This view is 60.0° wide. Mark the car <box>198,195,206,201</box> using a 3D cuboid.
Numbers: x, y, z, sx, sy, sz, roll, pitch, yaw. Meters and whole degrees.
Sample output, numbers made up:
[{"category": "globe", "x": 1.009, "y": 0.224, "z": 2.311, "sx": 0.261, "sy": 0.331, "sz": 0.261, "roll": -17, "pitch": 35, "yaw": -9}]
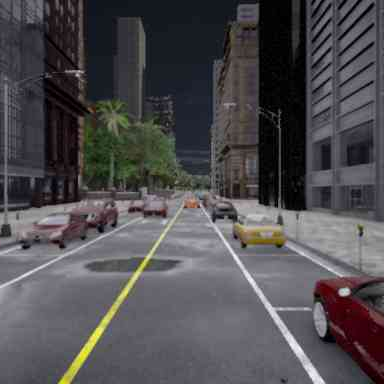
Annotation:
[{"category": "car", "x": 2.769, "y": 1.588, "z": 89.707, "sx": 1.947, "sy": 1.339, "sz": 4.313, "roll": 0, "pitch": 0, "yaw": 0}]

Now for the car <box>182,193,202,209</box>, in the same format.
[{"category": "car", "x": 0.026, "y": 1.365, "z": 46.503, "sx": 2.097, "sy": 1.767, "sz": 4.553, "roll": 0, "pitch": 0, "yaw": 0}]

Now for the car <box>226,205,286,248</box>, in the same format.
[{"category": "car", "x": 2.761, "y": 1.525, "z": 14.615, "sx": 1.752, "sy": 1.417, "sz": 4.829, "roll": 0, "pitch": 0, "yaw": 0}]

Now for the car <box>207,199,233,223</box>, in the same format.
[{"category": "car", "x": 2.357, "y": 1.507, "z": 25.570, "sx": 1.837, "sy": 1.490, "sz": 4.892, "roll": 0, "pitch": 0, "yaw": 0}]

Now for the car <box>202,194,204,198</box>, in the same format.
[{"category": "car", "x": 2.764, "y": 1.332, "z": 52.420, "sx": 2.192, "sy": 1.841, "sz": 5.009, "roll": 0, "pitch": 0, "yaw": 0}]

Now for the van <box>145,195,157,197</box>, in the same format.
[{"category": "van", "x": -5.762, "y": 1.355, "z": 47.011, "sx": 1.690, "sy": 1.788, "sz": 3.998, "roll": 0, "pitch": 0, "yaw": 0}]

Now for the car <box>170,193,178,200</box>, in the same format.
[{"category": "car", "x": -5.756, "y": 1.572, "z": 95.148, "sx": 2.008, "sy": 1.369, "sz": 4.403, "roll": 0, "pitch": 0, "yaw": 0}]

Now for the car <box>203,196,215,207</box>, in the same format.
[{"category": "car", "x": 2.763, "y": 1.562, "z": 41.570, "sx": 2.008, "sy": 1.369, "sz": 4.403, "roll": 0, "pitch": 0, "yaw": 0}]

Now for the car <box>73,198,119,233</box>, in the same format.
[{"category": "car", "x": -5.765, "y": 1.316, "z": 19.880, "sx": 2.192, "sy": 1.841, "sz": 5.009, "roll": 0, "pitch": 0, "yaw": 0}]

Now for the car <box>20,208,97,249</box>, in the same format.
[{"category": "car", "x": -5.764, "y": 1.582, "z": 14.455, "sx": 1.802, "sy": 1.307, "sz": 4.206, "roll": 0, "pitch": 0, "yaw": 0}]

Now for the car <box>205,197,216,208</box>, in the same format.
[{"category": "car", "x": 2.762, "y": 1.552, "z": 36.145, "sx": 1.887, "sy": 1.381, "sz": 4.507, "roll": 0, "pitch": 0, "yaw": 0}]

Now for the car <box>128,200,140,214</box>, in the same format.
[{"category": "car", "x": -5.762, "y": 1.552, "z": 36.158, "sx": 1.887, "sy": 1.381, "sz": 4.507, "roll": 0, "pitch": 0, "yaw": 0}]

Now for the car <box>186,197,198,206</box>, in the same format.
[{"category": "car", "x": 0.006, "y": 1.619, "z": 56.686, "sx": 1.895, "sy": 1.301, "sz": 4.718, "roll": 0, "pitch": 0, "yaw": 0}]

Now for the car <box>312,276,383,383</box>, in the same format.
[{"category": "car", "x": 2.760, "y": 1.544, "z": 3.595, "sx": 1.887, "sy": 1.381, "sz": 4.507, "roll": 0, "pitch": 0, "yaw": 0}]

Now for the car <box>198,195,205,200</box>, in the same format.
[{"category": "car", "x": 2.769, "y": 1.587, "z": 95.128, "sx": 1.947, "sy": 1.339, "sz": 4.313, "roll": 0, "pitch": 0, "yaw": 0}]

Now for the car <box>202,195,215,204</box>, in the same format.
[{"category": "car", "x": 2.764, "y": 1.539, "z": 47.165, "sx": 1.752, "sy": 1.417, "sz": 4.829, "roll": 0, "pitch": 0, "yaw": 0}]

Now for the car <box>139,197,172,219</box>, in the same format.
[{"category": "car", "x": -3.091, "y": 1.482, "z": 29.339, "sx": 1.882, "sy": 1.535, "sz": 5.008, "roll": 0, "pitch": 0, "yaw": 0}]

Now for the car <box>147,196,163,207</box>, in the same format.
[{"category": "car", "x": -5.761, "y": 1.457, "z": 52.437, "sx": 1.967, "sy": 1.590, "sz": 4.097, "roll": 0, "pitch": 0, "yaw": 0}]

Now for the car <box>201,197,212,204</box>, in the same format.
[{"category": "car", "x": 2.766, "y": 1.586, "z": 63.271, "sx": 1.947, "sy": 1.339, "sz": 4.313, "roll": 0, "pitch": 0, "yaw": 0}]
